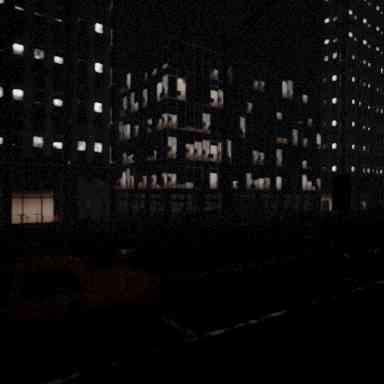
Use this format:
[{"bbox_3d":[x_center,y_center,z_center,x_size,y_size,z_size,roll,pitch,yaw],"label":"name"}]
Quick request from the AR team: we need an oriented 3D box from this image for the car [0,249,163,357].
[{"bbox_3d":[-2.757,1.528,4.594,4.829,1.417,1.752,1,0,-35],"label":"car"}]

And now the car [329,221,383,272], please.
[{"bbox_3d":[6.391,1.645,11.116,4.507,1.381,1.887,1,0,-35],"label":"car"}]
